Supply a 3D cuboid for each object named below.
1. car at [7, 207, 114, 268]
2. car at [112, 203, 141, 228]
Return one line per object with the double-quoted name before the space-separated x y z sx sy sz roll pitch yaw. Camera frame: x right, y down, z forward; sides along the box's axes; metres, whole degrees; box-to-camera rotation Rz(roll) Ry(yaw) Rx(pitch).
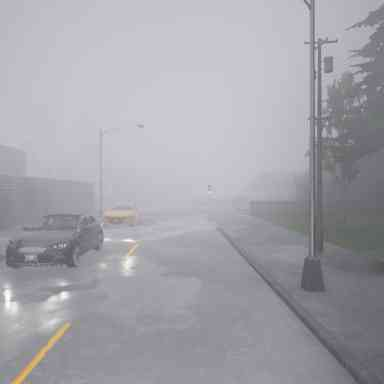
"car" -4.356 1.491 11.336 2.128 1.511 4.902 0 0 -1
"car" -4.580 1.478 22.331 1.882 1.535 5.008 0 0 -1
